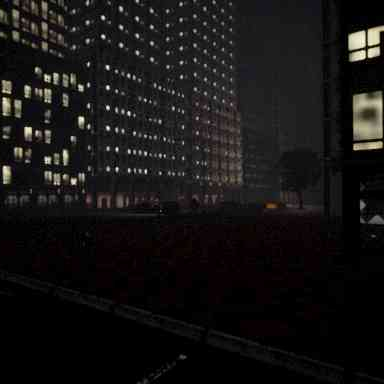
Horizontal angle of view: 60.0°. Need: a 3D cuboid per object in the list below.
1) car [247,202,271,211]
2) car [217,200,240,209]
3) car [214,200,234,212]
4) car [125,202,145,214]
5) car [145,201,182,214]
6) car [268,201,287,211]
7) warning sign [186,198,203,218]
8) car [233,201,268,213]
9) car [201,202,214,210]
[{"bbox_3d":[11.743,2.427,58.017,2.033,1.411,5.357,-1,-1,36],"label":"car"},{"bbox_3d":[6.159,2.008,55.922,1.812,1.442,4.674,-1,-1,36],"label":"car"},{"bbox_3d":[5.770,2.066,49.828,2.097,1.767,4.553,-1,-1,37],"label":"car"},{"bbox_3d":[-6.724,2.109,44.067,1.812,1.442,4.674,-1,-1,36],"label":"car"},{"bbox_3d":[-3.371,1.924,43.137,2.097,1.767,4.553,-1,-1,36],"label":"car"},{"bbox_3d":[14.361,2.325,56.091,1.882,1.535,5.008,-1,-1,36],"label":"car"},{"bbox_3d":[0.256,1.486,32.120,1.300,1.860,1.060,0,0,36],"label":"warning sign"},{"bbox_3d":[8.512,2.233,48.073,2.033,1.411,5.357,-1,-1,37],"label":"car"},{"bbox_3d":[3.526,2.375,57.822,1.895,1.301,4.718,-1,-1,36],"label":"car"}]
